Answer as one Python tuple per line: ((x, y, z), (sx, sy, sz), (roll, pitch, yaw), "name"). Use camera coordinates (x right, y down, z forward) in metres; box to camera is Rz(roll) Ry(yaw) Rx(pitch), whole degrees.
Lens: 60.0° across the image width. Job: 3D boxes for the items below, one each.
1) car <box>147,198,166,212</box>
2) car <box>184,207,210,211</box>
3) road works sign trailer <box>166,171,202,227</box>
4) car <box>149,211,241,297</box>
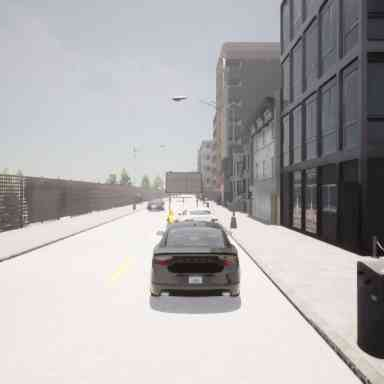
((-4.158, 1.491, 38.921), (2.128, 1.511, 4.902), (0, 0, 0), "car")
((0.264, 1.542, 17.981), (1.812, 1.442, 4.674), (0, -1, -6), "car")
((-0.571, 0.464, 21.493), (2.380, 3.560, 2.880), (0, 0, -16), "road works sign trailer")
((0.064, 1.478, 8.629), (1.882, 1.535, 5.008), (0, 0, 0), "car")
